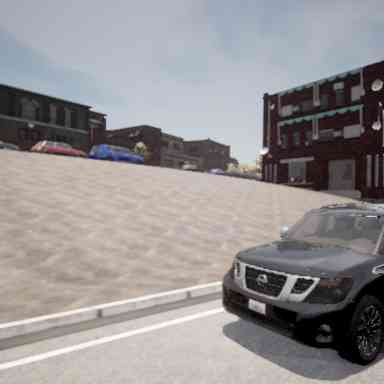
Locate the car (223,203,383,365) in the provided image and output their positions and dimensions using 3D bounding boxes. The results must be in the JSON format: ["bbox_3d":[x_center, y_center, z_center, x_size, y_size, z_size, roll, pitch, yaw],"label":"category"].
[{"bbox_3d":[3.157,1.263,6.240,5.566,2.045,2.150,1,0,-35],"label":"car"}]

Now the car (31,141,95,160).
[{"bbox_3d":[-11.027,-3.309,27.940,2.185,1.767,4.553,0,-1,45],"label":"car"}]

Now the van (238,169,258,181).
[{"bbox_3d":[7.325,-2.268,48.878,1.878,1.987,4.442,1,-2,39],"label":"van"}]

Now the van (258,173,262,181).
[{"bbox_3d":[10.709,-1.976,53.253,1.878,1.987,4.442,1,-3,38],"label":"van"}]

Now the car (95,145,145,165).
[{"bbox_3d":[-7.153,-3.249,31.999,2.435,2.045,5.566,0,-2,44],"label":"car"}]

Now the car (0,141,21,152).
[{"bbox_3d":[-14.993,-3.348,23.934,4.892,1.521,2.231,2,-1,-44],"label":"car"}]

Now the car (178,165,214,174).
[{"bbox_3d":[0.176,-2.527,40.238,2.002,1.452,4.674,1,-2,41],"label":"car"}]

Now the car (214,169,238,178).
[{"bbox_3d":[3.737,-2.279,44.477,2.002,1.452,4.674,1,-2,40],"label":"car"}]
